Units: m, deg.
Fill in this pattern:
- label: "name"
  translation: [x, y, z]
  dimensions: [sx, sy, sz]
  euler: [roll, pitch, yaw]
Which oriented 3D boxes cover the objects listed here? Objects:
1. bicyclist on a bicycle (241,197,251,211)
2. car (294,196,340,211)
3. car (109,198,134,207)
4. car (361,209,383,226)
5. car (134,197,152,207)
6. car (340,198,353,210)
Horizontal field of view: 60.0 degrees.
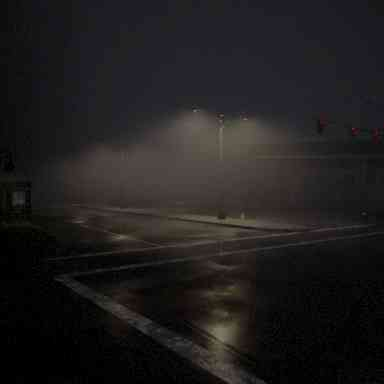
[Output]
- label: "bicyclist on a bicycle"
  translation: [6.331, 1.430, 39.760]
  dimensions: [1.656, 1.620, 0.582]
  euler: [-6, -7, -37]
- label: "car"
  translation: [13.908, 1.295, 38.118]
  dimensions: [2.242, 1.667, 4.611]
  euler: [0, 0, -35]
- label: "car"
  translation: [-11.077, 1.564, 50.732]
  dimensions: [1.994, 1.385, 4.181]
  euler: [0, 0, -35]
- label: "car"
  translation: [13.823, 1.478, 21.699]
  dimensions: [5.008, 1.535, 1.882]
  euler: [0, 1, 41]
- label: "car"
  translation: [-8.212, 1.547, 52.742]
  dimensions: [2.033, 1.411, 5.357]
  euler: [0, 0, -35]
- label: "car"
  translation: [18.173, 1.456, 42.041]
  dimensions: [1.970, 1.475, 3.806]
  euler: [0, 0, -35]
